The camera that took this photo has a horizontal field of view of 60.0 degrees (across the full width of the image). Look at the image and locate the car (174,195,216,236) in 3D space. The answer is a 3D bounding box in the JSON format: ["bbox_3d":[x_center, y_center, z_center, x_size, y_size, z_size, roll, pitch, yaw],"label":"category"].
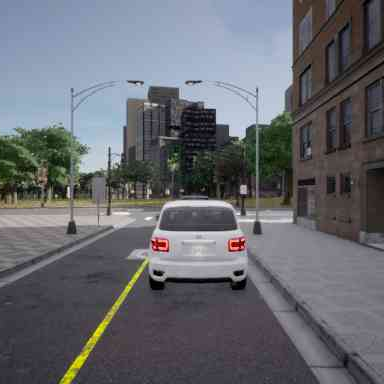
[{"bbox_3d":[0.140,1.223,19.800,2.150,2.045,5.566,0,0,0],"label":"car"}]

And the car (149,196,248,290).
[{"bbox_3d":[0.122,1.222,9.216,2.150,2.045,5.566,0,0,0],"label":"car"}]
